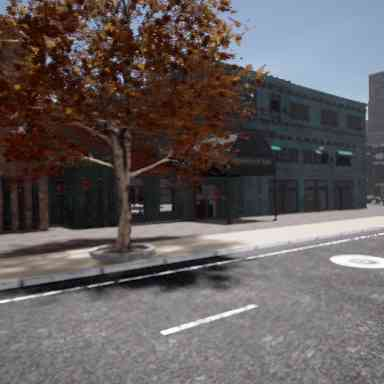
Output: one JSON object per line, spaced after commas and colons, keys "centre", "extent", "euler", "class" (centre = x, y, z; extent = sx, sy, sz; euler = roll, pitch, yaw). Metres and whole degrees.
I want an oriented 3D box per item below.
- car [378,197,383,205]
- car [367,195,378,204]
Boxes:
{"centre": [28.166, 1.348, 44.971], "extent": [1.947, 1.339, 4.313], "euler": [-2, 1, -36], "class": "car"}
{"centre": [30.085, 1.266, 56.727], "extent": [2.008, 1.369, 4.403], "euler": [-2, 1, -36], "class": "car"}
